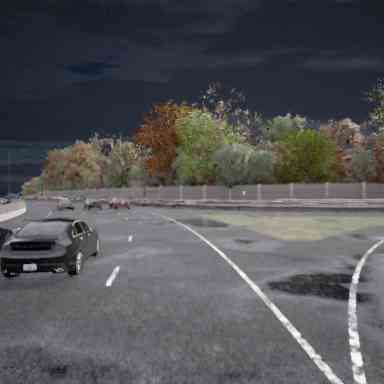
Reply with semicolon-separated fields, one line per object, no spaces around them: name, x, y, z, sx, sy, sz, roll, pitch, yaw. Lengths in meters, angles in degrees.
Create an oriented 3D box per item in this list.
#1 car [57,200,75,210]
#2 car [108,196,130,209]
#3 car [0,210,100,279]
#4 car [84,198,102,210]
car;-16.682;1.711;43.842;2.033;1.411;5.357;0;0;-27
car;-10.256;1.474;46.632;2.097;1.767;4.553;0;0;-27
car;-4.098;1.544;10.309;1.837;1.490;4.892;0;0;-6
car;-13.547;1.650;45.394;1.837;1.490;4.892;0;0;-27
